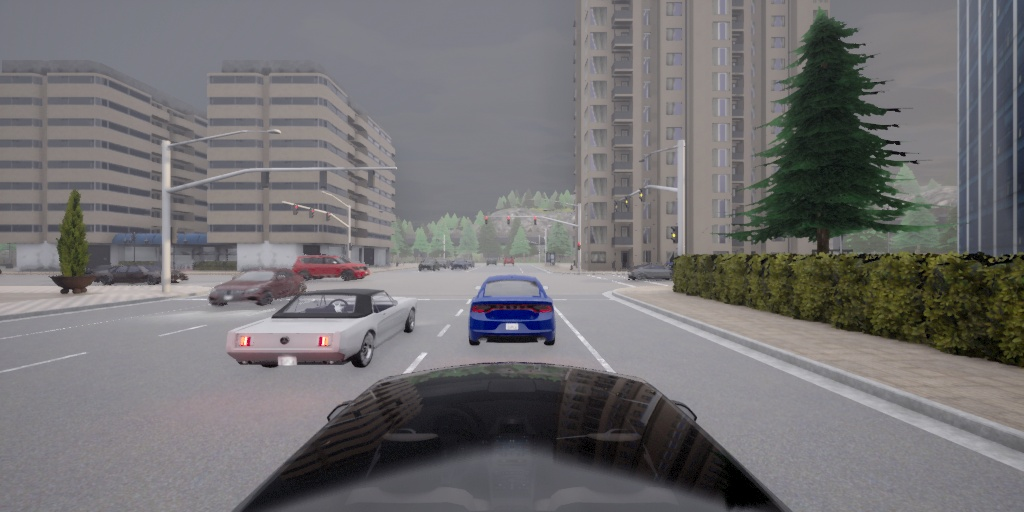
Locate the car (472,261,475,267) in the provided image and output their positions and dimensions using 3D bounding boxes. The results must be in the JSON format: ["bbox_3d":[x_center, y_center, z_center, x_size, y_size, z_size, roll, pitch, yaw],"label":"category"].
[{"bbox_3d":[-7.610,1.297,62.551,2.033,1.411,5.357,0,0,1],"label":"car"}]

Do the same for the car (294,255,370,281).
[{"bbox_3d":[-14.246,0.974,28.266,5.566,2.045,2.150,0,0,0],"label":"car"}]

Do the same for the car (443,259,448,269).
[{"bbox_3d":[-11.083,1.255,56.976,1.837,1.490,4.892,0,0,0],"label":"car"}]

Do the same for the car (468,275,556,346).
[{"bbox_3d":[-0.004,1.228,9.481,1.882,1.535,5.008,0,0,0],"label":"car"}]

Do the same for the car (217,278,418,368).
[{"bbox_3d":[-3.496,1.351,7.815,1.895,1.301,4.718,0,0,0],"label":"car"}]

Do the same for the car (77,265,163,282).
[{"bbox_3d":[-30.831,1.351,28.281,4.718,1.301,1.895,0,0,0],"label":"car"}]

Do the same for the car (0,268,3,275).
[{"bbox_3d":[-53.615,1.314,35.507,4.181,1.385,1.994,0,0,0],"label":"car"}]

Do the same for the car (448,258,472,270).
[{"bbox_3d":[-7.546,1.102,52.110,2.097,1.767,4.553,0,0,0],"label":"car"}]

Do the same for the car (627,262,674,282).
[{"bbox_3d":[11.288,1.314,28.234,4.181,1.385,1.994,0,0,0],"label":"car"}]

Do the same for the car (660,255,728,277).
[{"bbox_3d":[17.893,0.971,35.428,5.566,2.045,2.150,0,0,0],"label":"car"}]

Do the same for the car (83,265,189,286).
[{"bbox_3d":[-25.655,1.297,24.773,5.357,1.411,2.033,0,0,0],"label":"car"}]

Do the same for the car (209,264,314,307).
[{"bbox_3d":[-10.701,1.276,15.552,1.812,1.442,4.674,1,0,-6],"label":"car"}]

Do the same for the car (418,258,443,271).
[{"bbox_3d":[-11.011,1.102,47.891,2.097,1.767,4.553,0,0,0],"label":"car"}]
